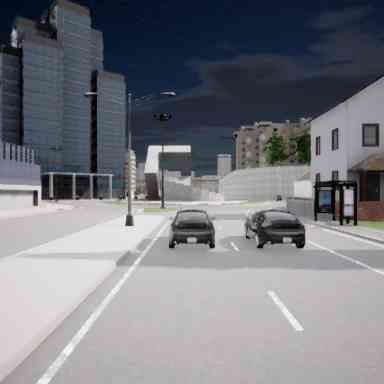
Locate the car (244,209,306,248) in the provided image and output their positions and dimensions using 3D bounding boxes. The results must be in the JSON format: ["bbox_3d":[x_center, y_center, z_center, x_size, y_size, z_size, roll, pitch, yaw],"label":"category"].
[{"bbox_3d":[3.500,1.517,14.650,1.837,1.490,4.892,0,0,0],"label":"car"}]

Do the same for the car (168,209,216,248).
[{"bbox_3d":[0.000,1.517,14.650,1.837,1.490,4.892,0,0,0],"label":"car"}]

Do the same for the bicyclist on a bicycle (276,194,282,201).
[{"bbox_3d":[21.949,1.423,83.228,1.656,1.620,0.582,-6,12,-28],"label":"bicyclist on a bicycle"}]

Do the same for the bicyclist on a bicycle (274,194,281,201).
[{"bbox_3d":[21.614,1.387,83.753,1.656,1.620,0.582,-11,5,-30],"label":"bicyclist on a bicycle"}]
